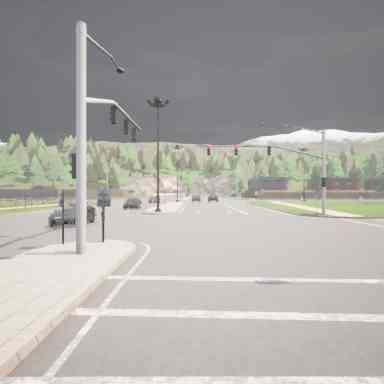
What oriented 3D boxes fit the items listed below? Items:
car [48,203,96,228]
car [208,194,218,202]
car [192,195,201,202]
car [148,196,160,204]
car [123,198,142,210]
[{"bbox_3d":[-7.882,1.492,22.244,2.128,1.511,4.902,0,0,1],"label":"car"},{"bbox_3d":[4.376,1.188,69.730,2.097,1.767,4.553,0,0,1],"label":"car"},{"bbox_3d":[0.877,1.358,69.806,2.128,1.511,4.902,0,0,1],"label":"car"},{"bbox_3d":[-7.212,1.493,63.937,2.128,1.511,4.902,0,0,1],"label":"car"},{"bbox_3d":[-7.597,1.504,42.733,1.837,1.490,4.892,0,0,1],"label":"car"}]
